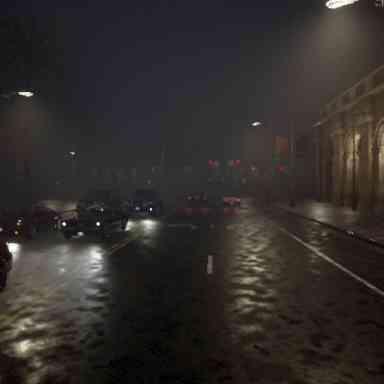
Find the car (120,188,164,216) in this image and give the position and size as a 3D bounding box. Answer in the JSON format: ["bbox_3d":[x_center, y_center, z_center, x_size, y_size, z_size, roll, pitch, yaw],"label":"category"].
[{"bbox_3d":[-3.651,0.753,26.370,2.150,2.045,5.566,-1,1,5],"label":"car"}]

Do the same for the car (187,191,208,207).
[{"bbox_3d":[0.677,0.625,36.353,2.097,1.767,4.553,-1,1,4],"label":"car"}]

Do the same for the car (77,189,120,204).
[{"bbox_3d":[-7.173,0.802,26.406,2.150,2.045,5.566,-1,1,4],"label":"car"}]

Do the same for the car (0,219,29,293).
[{"bbox_3d":[-5.058,1.484,5.750,1.812,1.442,4.674,-1,1,4],"label":"car"}]

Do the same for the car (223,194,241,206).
[{"bbox_3d":[4.250,0.830,36.004,1.895,1.301,4.718,-1,1,5],"label":"car"}]

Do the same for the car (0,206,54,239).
[{"bbox_3d":[-7.906,1.361,15.970,1.994,1.385,4.181,-1,1,5],"label":"car"}]

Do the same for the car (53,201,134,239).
[{"bbox_3d":[-4.417,1.351,15.834,1.895,1.301,4.718,-1,1,4],"label":"car"}]
